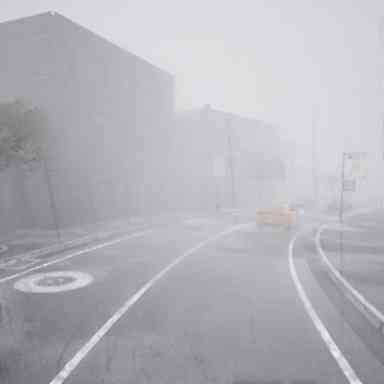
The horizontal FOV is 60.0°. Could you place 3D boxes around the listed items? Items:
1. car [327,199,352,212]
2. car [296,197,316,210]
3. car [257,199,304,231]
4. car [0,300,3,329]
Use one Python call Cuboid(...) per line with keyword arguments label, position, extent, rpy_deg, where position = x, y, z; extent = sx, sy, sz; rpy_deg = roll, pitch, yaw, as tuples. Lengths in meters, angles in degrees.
Cuboid(label="car", position=(17.024, 1.497, 38.214), extent=(1.994, 1.385, 4.181), rpy_deg=(4, 3, 37))
Cuboid(label="car", position=(13.081, 1.282, 39.173), extent=(2.033, 1.411, 5.357), rpy_deg=(4, 3, 37))
Cuboid(label="car", position=(5.520, 1.449, 20.908), extent=(1.882, 1.535, 5.008), rpy_deg=(2, 1, 27))
Cuboid(label="car", position=(-3.350, 1.462, 2.092), extent=(1.837, 1.490, 4.892), rpy_deg=(0, 0, 4))
